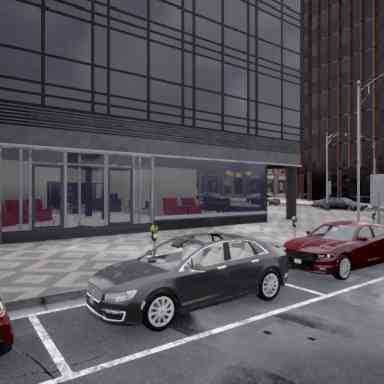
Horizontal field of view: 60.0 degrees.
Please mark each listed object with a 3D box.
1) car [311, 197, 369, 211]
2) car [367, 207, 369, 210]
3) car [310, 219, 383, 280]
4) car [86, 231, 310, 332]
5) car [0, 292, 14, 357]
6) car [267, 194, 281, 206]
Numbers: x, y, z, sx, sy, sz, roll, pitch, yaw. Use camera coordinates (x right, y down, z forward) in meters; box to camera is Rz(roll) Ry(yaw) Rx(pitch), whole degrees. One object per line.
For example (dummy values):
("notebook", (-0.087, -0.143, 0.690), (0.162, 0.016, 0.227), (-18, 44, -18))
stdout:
("car", (14.933, 1.202, 33.792), (2.033, 1.411, 5.357), (0, 1, -41))
("car", (9.005, 1.441, 13.084), (4.097, 1.590, 1.967), (0, 0, -36))
("car", (4.564, 1.545, 9.912), (4.507, 1.381, 1.887), (0, 0, -36))
("car", (0.123, 1.551, 6.741), (4.403, 1.369, 2.008), (0, 0, -36))
("car", (-4.318, 1.440, 3.570), (4.097, 1.590, 1.967), (0, 0, -36))
("car", (9.002, 0.961, 42.156), (1.837, 1.490, 4.892), (0, 1, -36))
